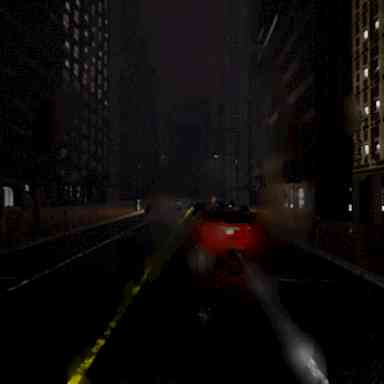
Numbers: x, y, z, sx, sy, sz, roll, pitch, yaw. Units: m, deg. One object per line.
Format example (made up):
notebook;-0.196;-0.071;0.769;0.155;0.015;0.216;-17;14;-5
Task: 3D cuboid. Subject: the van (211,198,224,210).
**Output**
van;3.973;1.851;52.381;1.690;1.788;3.998;1;-1;1

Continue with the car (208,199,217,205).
car;4.526;2.305;74.937;1.802;1.307;4.206;1;-1;1

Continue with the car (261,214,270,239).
car;3.135;1.730;18.542;1.887;1.381;4.507;1;-1;1

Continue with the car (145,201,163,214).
car;-4.685;1.839;41.280;1.967;1.590;4.097;1;-1;1

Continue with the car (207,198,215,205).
car;4.671;2.302;80.746;1.752;1.417;4.829;1;-1;1

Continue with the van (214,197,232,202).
van;3.555;1.690;35.462;1.690;1.788;3.998;1;-1;1

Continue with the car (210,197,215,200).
car;3.833;1.772;46.742;2.192;1.841;5.009;1;-1;1

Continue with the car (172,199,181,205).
car;-3.712;2.321;80.764;2.008;1.369;4.403;1;-1;1

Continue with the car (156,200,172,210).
car;-4.408;2.056;52.560;2.008;1.369;4.403;1;-1;1

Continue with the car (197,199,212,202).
car;1.014;1.876;37.945;1.837;1.490;4.892;0;-1;1

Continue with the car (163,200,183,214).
car;-2.105;1.998;40.980;1.895;1.301;4.718;0;-1;2

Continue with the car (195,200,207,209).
car;1.521;2.112;58.361;2.033;1.411;5.357;0;-1;1

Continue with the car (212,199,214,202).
car;3.692;1.954;41.100;2.008;1.369;4.403;1;-1;1

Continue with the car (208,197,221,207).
car;4.251;1.932;63.660;2.192;1.841;5.009;1;-1;1

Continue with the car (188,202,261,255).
car;1.069;1.493;14.169;2.097;1.767;4.553;0;-1;-8
